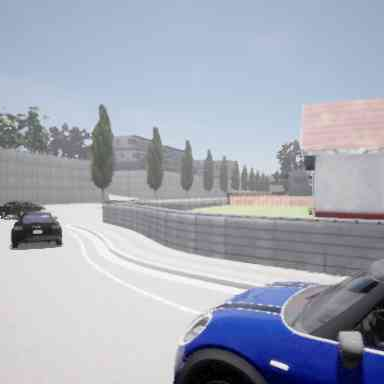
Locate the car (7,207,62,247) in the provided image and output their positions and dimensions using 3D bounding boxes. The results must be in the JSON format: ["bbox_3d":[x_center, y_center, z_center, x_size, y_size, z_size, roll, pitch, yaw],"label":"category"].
[{"bbox_3d":[-7.204,1.601,15.390,1.994,1.385,4.181,0,0,-27],"label":"car"}]

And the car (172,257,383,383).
[{"bbox_3d":[2.016,1.371,2.856,4.553,1.767,2.097,0,0,35],"label":"car"}]

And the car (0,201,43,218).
[{"bbox_3d":[-15.440,1.572,30.507,1.837,1.490,4.892,-2,-1,9],"label":"car"}]
